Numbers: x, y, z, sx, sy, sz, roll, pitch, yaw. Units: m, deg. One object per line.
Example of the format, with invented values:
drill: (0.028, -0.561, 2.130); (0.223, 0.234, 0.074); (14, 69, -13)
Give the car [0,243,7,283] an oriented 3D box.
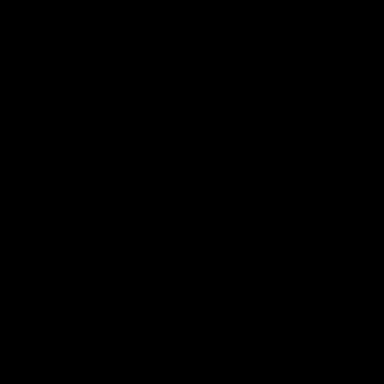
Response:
car: (-6.311, 1.416, 8.230); (3.806, 1.475, 1.970); (0, 0, 37)
